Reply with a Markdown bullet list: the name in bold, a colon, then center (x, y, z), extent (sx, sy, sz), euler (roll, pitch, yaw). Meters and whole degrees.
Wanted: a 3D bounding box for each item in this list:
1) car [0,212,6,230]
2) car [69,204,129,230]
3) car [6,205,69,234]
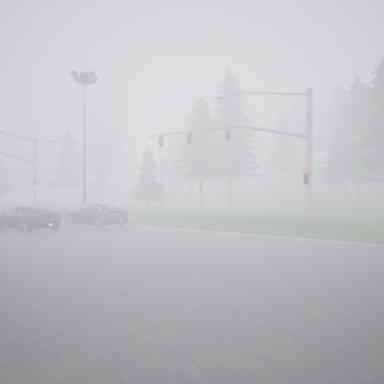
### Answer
- **car**: center (-11.603, 1.488, 16.569), extent (5.008, 1.535, 1.882), euler (0, 0, 35)
- **car**: center (-6.205, 1.501, 21.318), extent (4.902, 1.511, 2.128), euler (0, 0, 35)
- **car**: center (-9.633, 1.516, 19.464), extent (4.892, 1.490, 1.837), euler (0, 0, 35)
